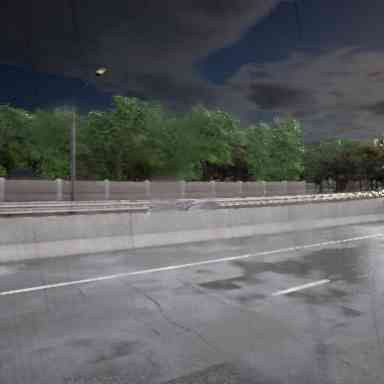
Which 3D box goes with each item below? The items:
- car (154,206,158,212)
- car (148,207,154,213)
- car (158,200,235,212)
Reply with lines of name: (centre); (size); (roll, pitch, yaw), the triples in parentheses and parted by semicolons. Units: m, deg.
car: (-0.046, 1.450, 25.308); (4.902, 1.511, 2.128); (0, 0, -35)
car: (-1.405, 1.443, 28.625); (4.902, 1.511, 2.128); (0, 0, -35)
car: (0.644, 1.447, 21.530); (5.008, 1.535, 1.882); (0, 0, -35)
